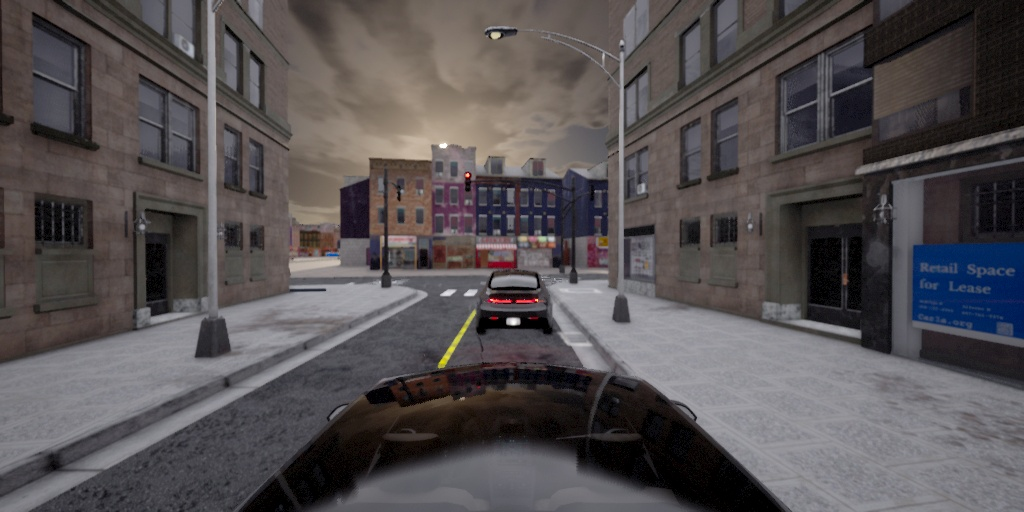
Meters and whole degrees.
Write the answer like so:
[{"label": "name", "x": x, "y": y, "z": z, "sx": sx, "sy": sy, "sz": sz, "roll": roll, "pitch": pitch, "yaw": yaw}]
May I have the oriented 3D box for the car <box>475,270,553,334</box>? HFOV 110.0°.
[{"label": "car", "x": 0.100, "y": 1.128, "z": 10.141, "sx": 1.837, "sy": 1.490, "sz": 4.892, "roll": 0, "pitch": 1, "yaw": 2}]
